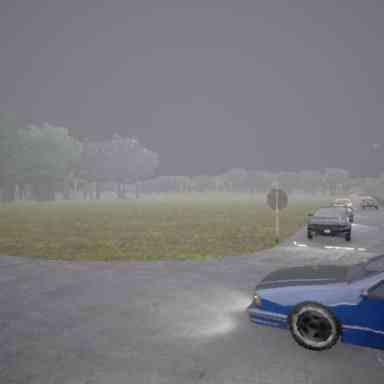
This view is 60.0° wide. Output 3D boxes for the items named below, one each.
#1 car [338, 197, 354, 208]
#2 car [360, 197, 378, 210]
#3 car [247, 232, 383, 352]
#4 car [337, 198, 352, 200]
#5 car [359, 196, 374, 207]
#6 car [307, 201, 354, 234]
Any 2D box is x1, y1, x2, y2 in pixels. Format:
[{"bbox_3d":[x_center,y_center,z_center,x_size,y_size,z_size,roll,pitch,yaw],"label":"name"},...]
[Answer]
[{"bbox_3d":[23.116,1.538,49.707,2.033,1.411,5.357,0,0,26],"label":"car"},{"bbox_3d":[23.454,1.529,43.869,2.033,1.411,5.357,0,0,26],"label":"car"},{"bbox_3d":[3.581,1.543,4.703,5.357,1.411,2.033,0,0,27],"label":"car"},{"bbox_3d":[16.093,1.463,35.441,1.882,1.535,5.008,0,0,26],"label":"car"},{"bbox_3d":[28.023,1.459,53.509,1.882,1.535,5.008,0,0,26],"label":"car"},{"bbox_3d":[7.096,1.467,16.983,1.882,1.535,5.008,0,0,26],"label":"car"}]
